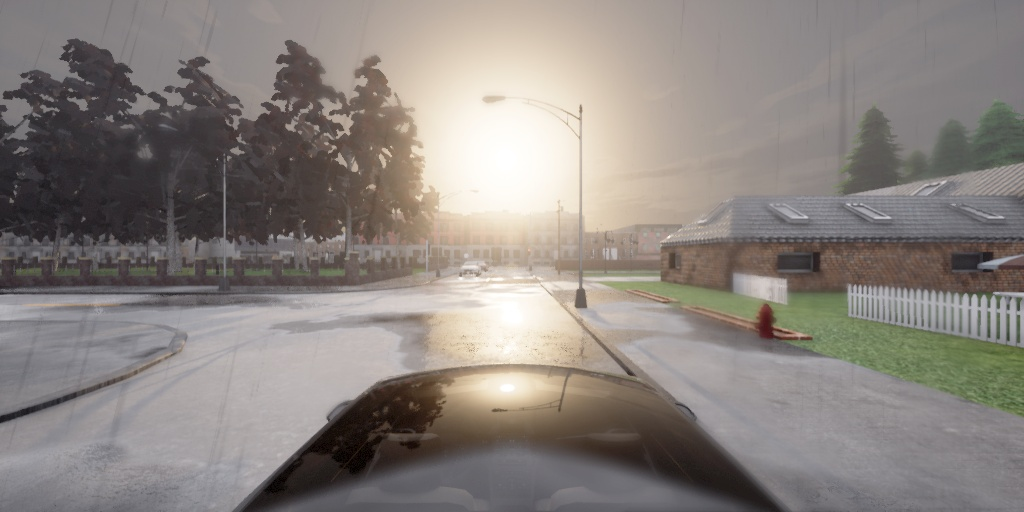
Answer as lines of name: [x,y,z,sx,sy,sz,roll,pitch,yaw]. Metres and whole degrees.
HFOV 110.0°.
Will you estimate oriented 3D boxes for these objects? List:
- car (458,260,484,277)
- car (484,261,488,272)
car: [-4.088,1.263,35.668,1.812,1.442,4.674,0,0,0]
car: [-4.060,1.259,45.467,1.812,1.442,4.674,0,0,0]
